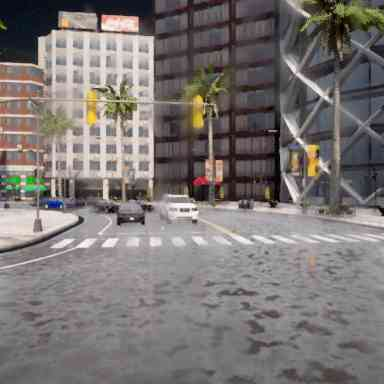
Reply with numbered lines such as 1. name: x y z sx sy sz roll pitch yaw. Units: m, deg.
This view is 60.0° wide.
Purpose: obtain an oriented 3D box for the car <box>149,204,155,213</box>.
1. car: -5.978 1.598 36.993 1.895 1.301 4.718 0 0 -35

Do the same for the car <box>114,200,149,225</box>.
1. car: -4.479 1.476 24.143 1.882 1.535 5.008 0 0 -13

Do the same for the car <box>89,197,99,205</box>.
1. car: -16.023 1.562 54.749 4.181 1.385 1.994 0 0 28

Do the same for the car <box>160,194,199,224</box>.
1. car: -1.122 1.219 25.259 2.150 2.045 5.566 0 0 -14

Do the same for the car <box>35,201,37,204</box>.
1. car: -25.281 1.565 58.471 4.181 1.385 1.994 0 0 15

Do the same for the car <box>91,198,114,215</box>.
1. car: -8.613 1.599 34.666 1.895 1.301 4.718 0 0 -34

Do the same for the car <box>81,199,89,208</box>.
1. car: -17.424 1.601 47.578 4.718 1.301 1.895 0 0 30

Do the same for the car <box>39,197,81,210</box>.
1. car: -17.216 1.478 43.298 5.008 1.535 1.882 1 1 33
